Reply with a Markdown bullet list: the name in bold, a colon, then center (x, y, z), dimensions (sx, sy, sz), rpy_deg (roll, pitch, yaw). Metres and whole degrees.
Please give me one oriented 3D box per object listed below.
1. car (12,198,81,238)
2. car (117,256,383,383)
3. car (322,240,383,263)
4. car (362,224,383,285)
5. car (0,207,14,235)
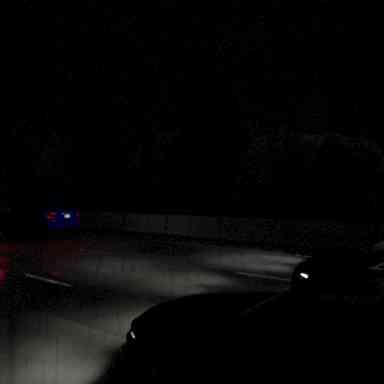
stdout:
- **car**: center (-8.615, 1.365, 18.733), dimensions (5.566, 2.045, 2.150), rpy_deg (-1, 0, 35)
- **car**: center (1.379, 1.529, 3.008), dimensions (4.674, 1.442, 1.812), rpy_deg (-1, 0, 35)
- **car**: center (4.126, 1.488, 5.348), dimensions (4.902, 1.511, 2.128), rpy_deg (-1, 0, 35)
- **car**: center (6.763, 1.593, 7.766), dimensions (4.718, 1.301, 1.895), rpy_deg (0, 0, 35)
- **car**: center (-11.117, 1.640, 16.218), dimensions (4.902, 1.511, 2.128), rpy_deg (-1, 0, 35)
